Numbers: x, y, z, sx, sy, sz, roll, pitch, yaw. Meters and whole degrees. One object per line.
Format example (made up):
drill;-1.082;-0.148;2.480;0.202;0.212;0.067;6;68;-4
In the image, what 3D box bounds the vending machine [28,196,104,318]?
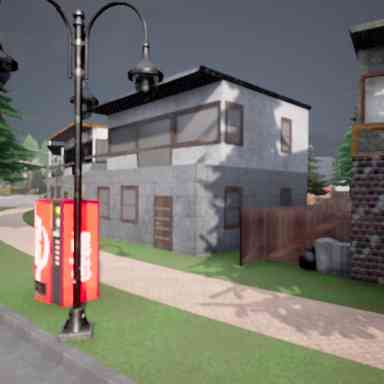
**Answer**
vending machine;-2.446;1.136;6.486;0.880;2.100;1.100;1;0;42
